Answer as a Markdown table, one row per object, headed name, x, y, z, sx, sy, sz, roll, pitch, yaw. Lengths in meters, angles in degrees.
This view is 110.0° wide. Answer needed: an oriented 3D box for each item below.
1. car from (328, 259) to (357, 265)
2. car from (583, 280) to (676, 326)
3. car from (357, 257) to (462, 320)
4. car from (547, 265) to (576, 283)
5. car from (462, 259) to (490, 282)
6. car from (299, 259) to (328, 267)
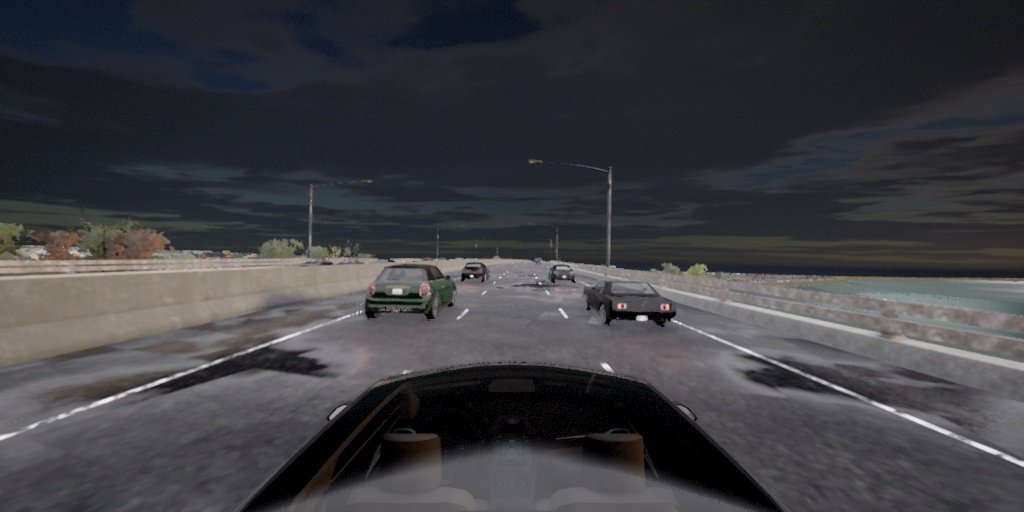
| name | x | y | z | sx | sy | sz | roll | pitch | yaw |
| --- | --- | --- | --- | --- | --- | --- | --- | --- | --- |
| car | -16.855 | 1.041 | 37.506 | 1.994 | 1.385 | 4.181 | 1 | 0 | 2 |
| car | 3.690 | 1.454 | 12.232 | 1.895 | 1.301 | 4.718 | 1 | 0 | 1 |
| car | -3.297 | 1.054 | 12.555 | 2.097 | 1.767 | 4.553 | 1 | 0 | 1 |
| car | 4.105 | 1.433 | 29.942 | 1.812 | 1.442 | 4.674 | 1 | 0 | 2 |
| car | -2.919 | 1.258 | 29.112 | 1.837 | 1.490 | 4.892 | 1 | 0 | 2 |
| car | -20.352 | 0.966 | 37.613 | 1.994 | 1.385 | 4.181 | 1 | 0 | 2 |
